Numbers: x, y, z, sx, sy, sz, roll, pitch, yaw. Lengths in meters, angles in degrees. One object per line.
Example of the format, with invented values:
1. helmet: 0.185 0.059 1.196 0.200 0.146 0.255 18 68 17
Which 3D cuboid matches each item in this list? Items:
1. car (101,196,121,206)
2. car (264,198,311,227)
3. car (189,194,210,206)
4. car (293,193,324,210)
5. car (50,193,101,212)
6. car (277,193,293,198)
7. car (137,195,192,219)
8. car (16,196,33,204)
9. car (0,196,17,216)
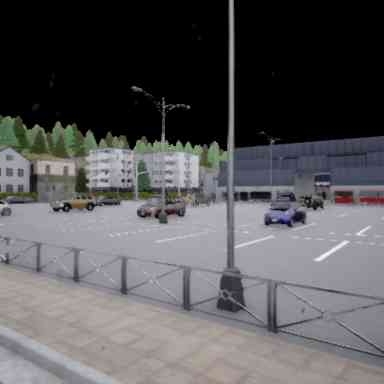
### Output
1. car: -12.031 1.265 46.401 2.007 1.523 4.514 0 0 35
2. car: 5.793 1.313 20.672 1.845 1.501 3.633 0 0 35
3. car: 0.456 1.129 46.621 2.152 1.636 5.027 0 0 35
4. car: 13.527 1.087 37.915 1.932 1.855 4.605 0 0 35
5. car: -12.123 1.070 34.219 1.932 1.855 4.605 0 0 35
6. car: 10.915 1.064 39.251 1.905 1.878 3.866 0 0 35
7. car: -2.351 1.282 26.463 2.007 1.523 4.514 0 0 35
8. car: -29.150 1.305 54.971 2.033 1.411 5.357 0 0 35
9. car: -16.976 1.334 27.266 1.970 1.475 3.806 0 0 35
